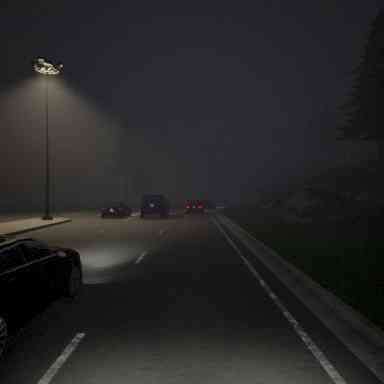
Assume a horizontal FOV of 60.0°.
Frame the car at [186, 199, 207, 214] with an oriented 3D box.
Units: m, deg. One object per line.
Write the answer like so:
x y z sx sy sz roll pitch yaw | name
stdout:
0.332 1.547 35.211 2.033 1.411 5.357 0 0 3 | car

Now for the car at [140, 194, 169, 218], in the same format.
-3.350 1.222 30.512 2.150 2.045 5.566 0 0 1 | car

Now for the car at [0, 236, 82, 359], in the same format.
-3.399 1.491 5.608 2.128 1.511 4.902 0 0 0 | car

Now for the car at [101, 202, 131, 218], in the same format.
-6.844 1.564 30.448 1.994 1.385 4.181 0 0 1 | car

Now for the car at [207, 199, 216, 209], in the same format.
1.955 1.564 44.556 1.994 1.385 4.181 0 0 14 | car
